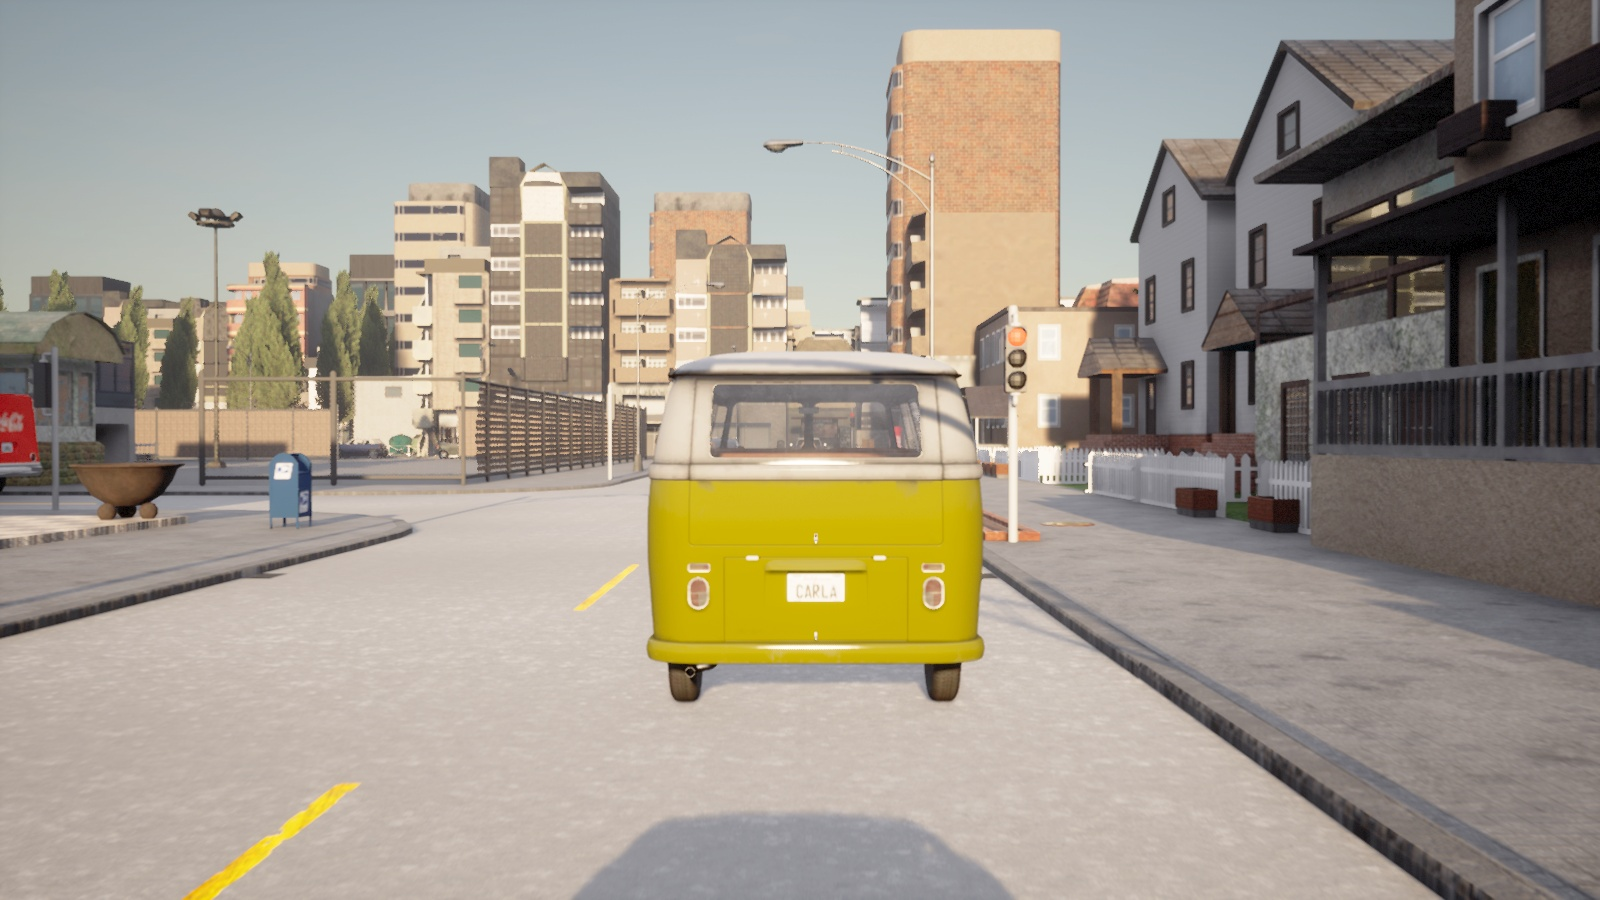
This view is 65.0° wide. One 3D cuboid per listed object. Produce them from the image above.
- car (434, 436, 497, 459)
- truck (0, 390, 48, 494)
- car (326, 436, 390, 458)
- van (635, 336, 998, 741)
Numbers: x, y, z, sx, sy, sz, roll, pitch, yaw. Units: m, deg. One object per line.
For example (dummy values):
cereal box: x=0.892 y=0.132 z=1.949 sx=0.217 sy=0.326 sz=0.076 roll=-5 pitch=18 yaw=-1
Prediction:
car: x=-22.351 y=-0.163 z=83.902 sx=3.705 sy=1.549 sz=1.789 roll=0 pitch=1 yaw=0
truck: x=-21.577 y=-0.105 z=30.304 sx=5.204 sy=2.467 sz=2.627 roll=-2 pitch=1 yaw=1
car: x=-30.935 y=-0.225 z=87.945 sx=3.806 sy=1.475 sz=1.970 roll=0 pitch=1 yaw=0
van: x=0.075 y=0.412 z=8.371 sx=1.775 sy=1.987 sz=4.442 roll=0 pitch=1 yaw=0
